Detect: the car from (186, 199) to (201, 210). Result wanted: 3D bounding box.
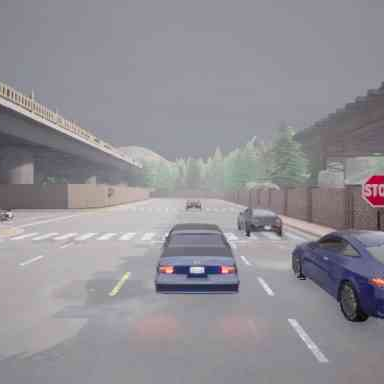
[{"bbox_3d":[0.202,1.601,43.410,1.895,1.301,4.718,0,0,-1],"label":"car"}]

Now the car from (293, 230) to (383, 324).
[{"bbox_3d":[3.596,1.526,7.027,1.812,1.442,4.674,0,0,0],"label":"car"}]

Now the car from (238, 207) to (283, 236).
[{"bbox_3d":[3.630,1.526,18.159,1.812,1.442,4.674,0,0,0],"label":"car"}]

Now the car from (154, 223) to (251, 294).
[{"bbox_3d":[0.099,1.547,8.908,2.033,1.411,5.357,0,0,0],"label":"car"}]

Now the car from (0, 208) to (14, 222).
[{"bbox_3d":[-15.713,1.491,24.368,4.902,1.511,2.128,0,0,-1],"label":"car"}]
